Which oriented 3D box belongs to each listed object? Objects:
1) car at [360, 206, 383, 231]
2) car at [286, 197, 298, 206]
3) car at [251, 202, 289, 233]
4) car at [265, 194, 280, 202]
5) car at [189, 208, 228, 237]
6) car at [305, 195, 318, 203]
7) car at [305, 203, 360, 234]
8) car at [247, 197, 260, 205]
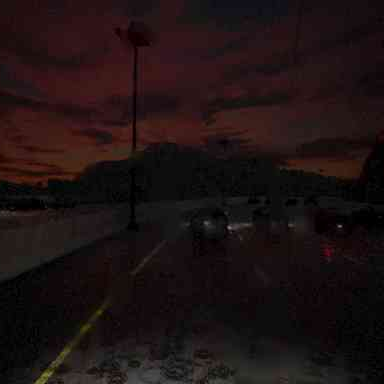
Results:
[{"bbox_3d":[11.921,1.672,21.794,2.128,1.511,4.902,1,0,8],"label":"car"},{"bbox_3d":[19.072,1.774,63.199,1.882,1.535,5.008,0,0,22],"label":"car"},{"bbox_3d":[4.670,1.599,20.097,1.812,1.442,4.674,1,0,7],"label":"car"},{"bbox_3d":[15.493,1.465,63.941,2.150,2.045,5.566,0,0,22],"label":"car"},{"bbox_3d":[1.008,1.583,18.518,1.994,1.385,4.181,1,0,6],"label":"car"},{"bbox_3d":[22.414,1.567,62.402,2.150,2.045,5.566,0,0,23],"label":"car"},{"bbox_3d":[8.184,1.651,20.089,1.812,1.442,4.674,1,0,7],"label":"car"},{"bbox_3d":[12.000,1.697,64.360,1.837,1.490,4.892,0,0,22],"label":"car"}]
